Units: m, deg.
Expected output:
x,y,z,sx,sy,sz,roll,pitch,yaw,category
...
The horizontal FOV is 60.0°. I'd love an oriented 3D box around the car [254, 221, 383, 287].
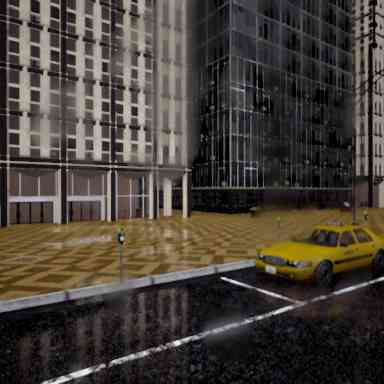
x,y,z,sx,sy,sz,roll,pitch,yaw,category
3.829,1.516,9.270,4.829,1.417,1.752,0,0,-35,car
